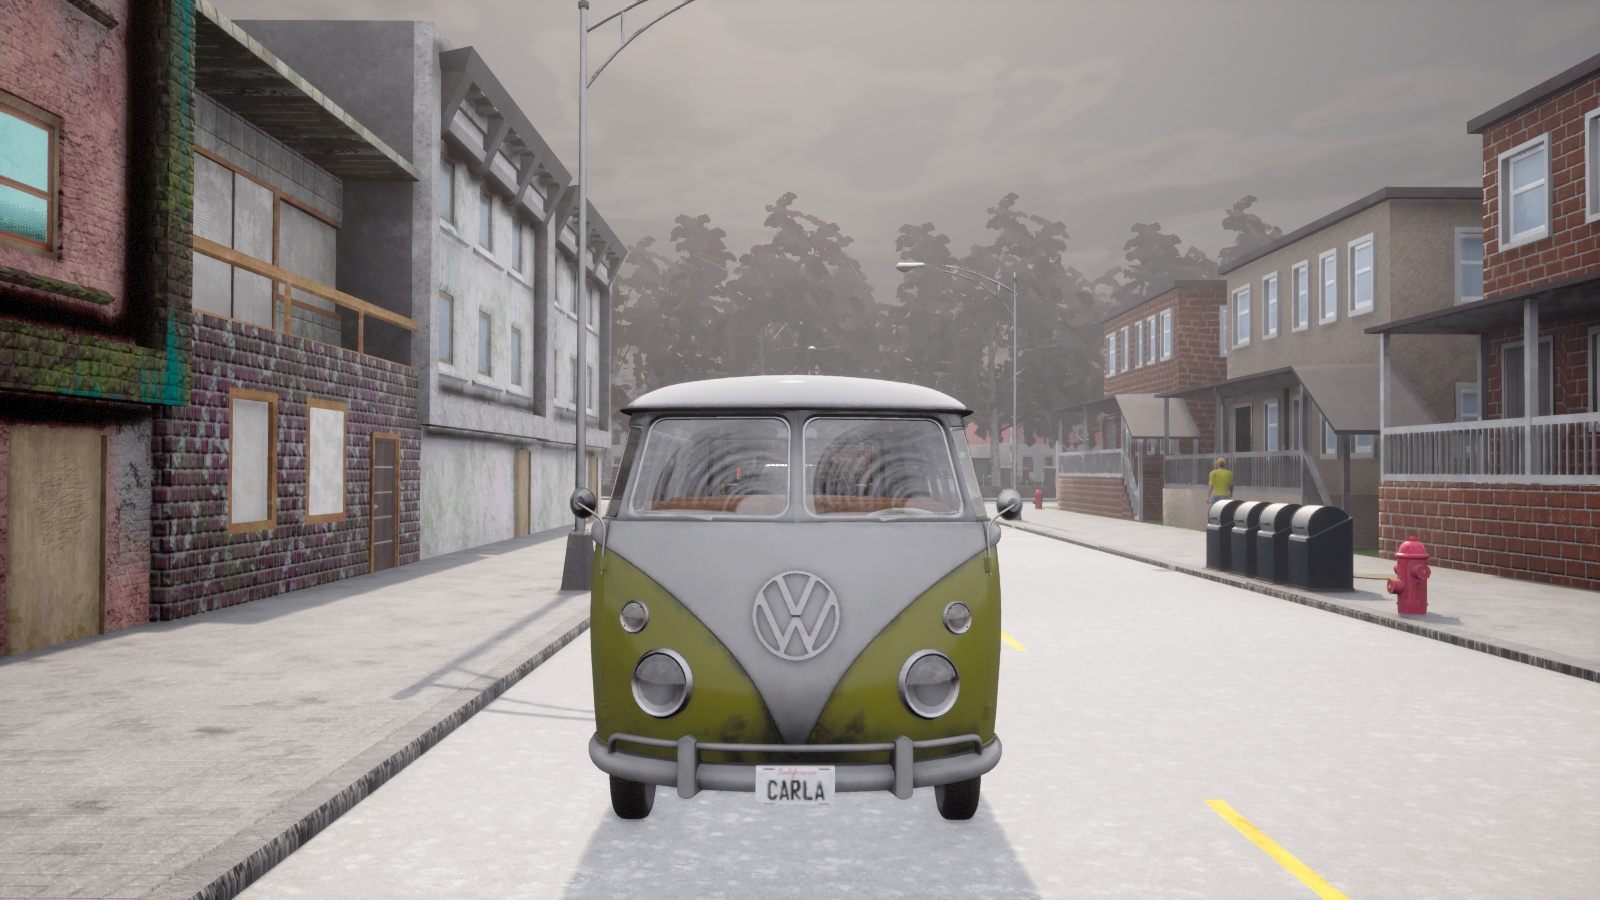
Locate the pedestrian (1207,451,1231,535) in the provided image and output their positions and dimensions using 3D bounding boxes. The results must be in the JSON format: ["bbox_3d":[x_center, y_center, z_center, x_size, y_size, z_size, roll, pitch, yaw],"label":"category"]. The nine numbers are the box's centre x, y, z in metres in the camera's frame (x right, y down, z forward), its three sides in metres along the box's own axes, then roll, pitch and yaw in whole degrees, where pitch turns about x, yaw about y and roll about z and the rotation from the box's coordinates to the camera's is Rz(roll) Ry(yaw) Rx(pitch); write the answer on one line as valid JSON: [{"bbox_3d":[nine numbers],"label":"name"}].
[{"bbox_3d":[9.278,0.953,27.811,0.354,1.836,0.706,0,-1,8],"label":"pedestrian"}]

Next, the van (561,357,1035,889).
[{"bbox_3d":[-0.016,0.684,6.936,1.775,1.987,4.442,0,-1,0],"label":"van"}]
